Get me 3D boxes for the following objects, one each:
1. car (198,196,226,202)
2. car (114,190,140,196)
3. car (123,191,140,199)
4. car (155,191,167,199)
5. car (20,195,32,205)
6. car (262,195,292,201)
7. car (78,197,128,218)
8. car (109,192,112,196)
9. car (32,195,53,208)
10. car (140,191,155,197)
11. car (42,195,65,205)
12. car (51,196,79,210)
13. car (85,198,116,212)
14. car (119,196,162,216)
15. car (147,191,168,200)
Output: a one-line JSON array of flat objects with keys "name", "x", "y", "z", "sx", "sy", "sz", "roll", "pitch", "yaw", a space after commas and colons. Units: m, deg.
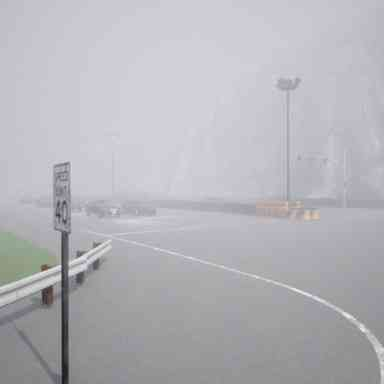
[{"name": "car", "x": 2.529, "y": 1.375, "z": 44.989, "sx": 1.837, "sy": 1.490, "sz": 4.892, "roll": 0, "pitch": 0, "yaw": -38}, {"name": "car", "x": -12.960, "y": 0.843, "z": 64.781, "sx": 2.150, "sy": 2.045, "sz": 5.566, "roll": 0, "pitch": 1, "yaw": -38}, {"name": "car", "x": -14.086, "y": 0.741, "z": 77.416, "sx": 2.097, "sy": 1.767, "sz": 4.553, "roll": 0, "pitch": 1, "yaw": -38}, {"name": "car", "x": -7.921, "y": 0.951, "z": 69.536, "sx": 2.097, "sy": 1.767, "sz": 4.553, "roll": 0, "pitch": 1, "yaw": -38}, {"name": "car", "x": -25.715, "y": 1.213, "z": 52.424, "sx": 1.812, "sy": 1.442, "sz": 4.674, "roll": 0, "pitch": 1, "yaw": -37}, {"name": "car", "x": 12.477, "y": 1.213, "z": 49.330, "sx": 2.097, "sy": 1.767, "sz": 4.553, "roll": 0, "pitch": 0, "yaw": -38}, {"name": "car", "x": -8.044, "y": 1.424, "z": 29.816, "sx": 2.128, "sy": 1.511, "sz": 4.902, "roll": 0, "pitch": 0, "yaw": -38}, {"name": "car", "x": -16.870, "y": 0.661, "z": 75.295, "sx": 2.150, "sy": 2.045, "sz": 5.566, "roll": 0, "pitch": 1, "yaw": -38}, {"name": "car", "x": -19.485, "y": 1.318, "z": 44.406, "sx": 1.837, "sy": 1.490, "sz": 4.892, "roll": 0, "pitch": 1, "yaw": -38}, {"name": "car", "x": -10.379, "y": 0.831, "z": 67.162, "sx": 2.150, "sy": 2.045, "sz": 5.566, "roll": 0, "pitch": 1, "yaw": -38}, {"name": "car", "x": -22.497, "y": 1.237, "z": 53.983, "sx": 2.033, "sy": 1.411, "sz": 5.357, "roll": 0, "pitch": 1, "yaw": -38}, {"name": "car", "x": -13.770, "y": 1.491, "z": 37.093, "sx": 1.895, "sy": 1.301, "sz": 4.718, "roll": 0, "pitch": 0, "yaw": -38}, {"name": "car", "x": -10.708, "y": 1.449, "z": 38.857, "sx": 1.994, "sy": 1.385, "sz": 4.181, "roll": 0, "pitch": 0, "yaw": -38}, {"name": "car", "x": -5.229, "y": 1.430, "z": 31.898, "sx": 1.837, "sy": 1.490, "sz": 4.892, "roll": 0, "pitch": 0, "yaw": -38}, {"name": "car", "x": -7.771, "y": 0.748, "z": 75.024, "sx": 2.150, "sy": 2.045, "sz": 5.566, "roll": 0, "pitch": 1, "yaw": -38}]
